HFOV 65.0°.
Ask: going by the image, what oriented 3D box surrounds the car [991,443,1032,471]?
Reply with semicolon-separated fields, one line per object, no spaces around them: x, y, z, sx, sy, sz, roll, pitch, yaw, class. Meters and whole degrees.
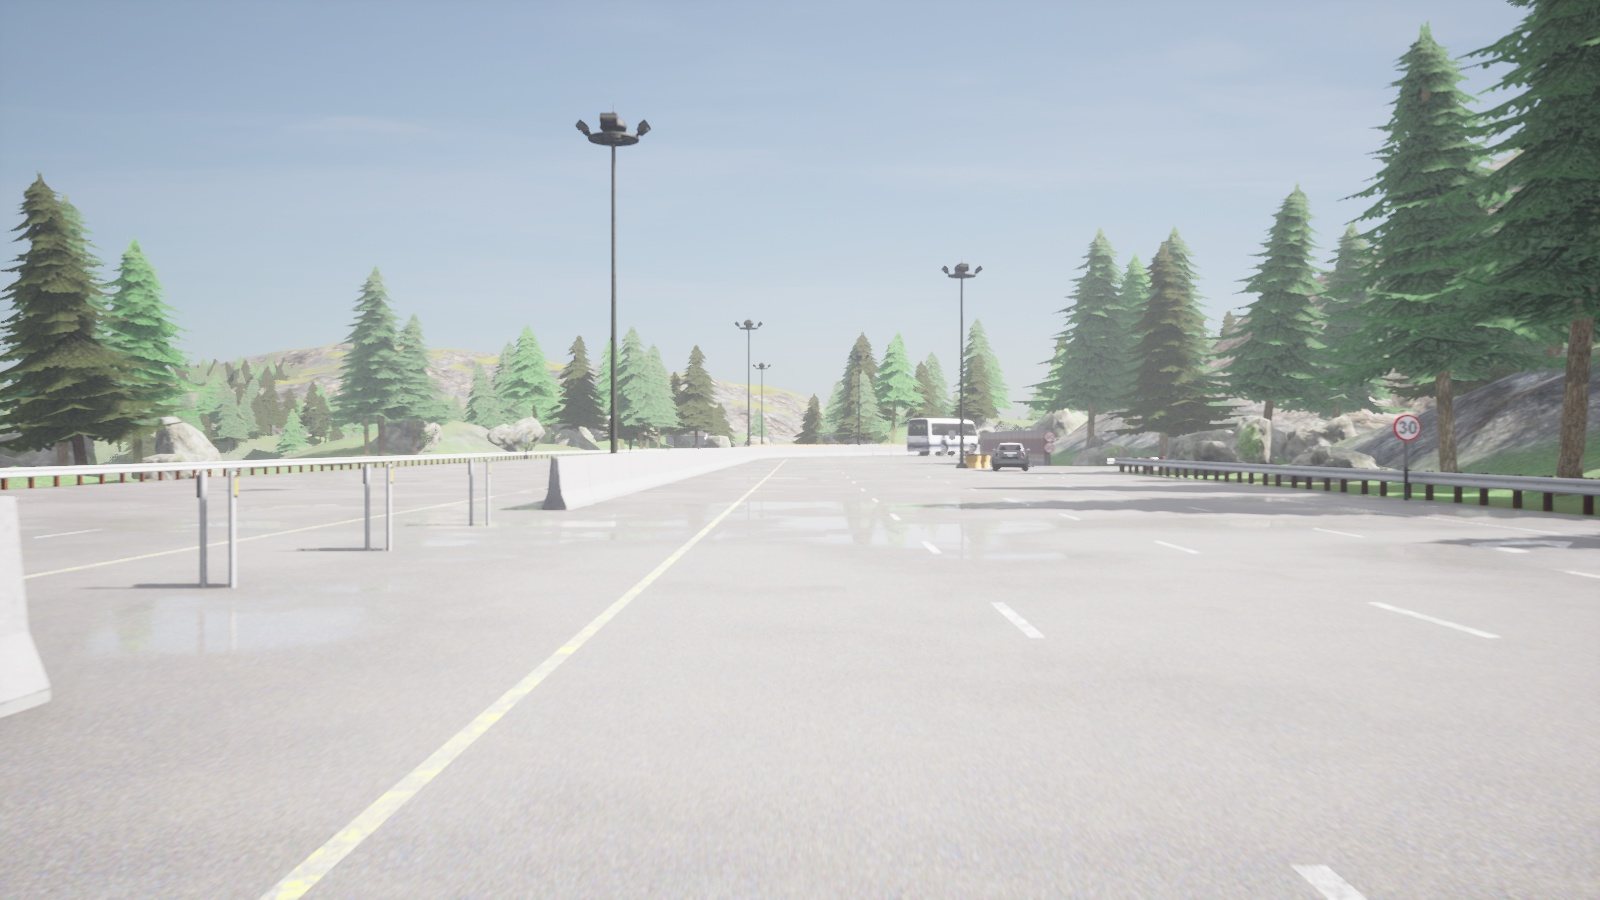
11.370;0.342;67.297;1.970;1.475;3.806;0;0;13;car
